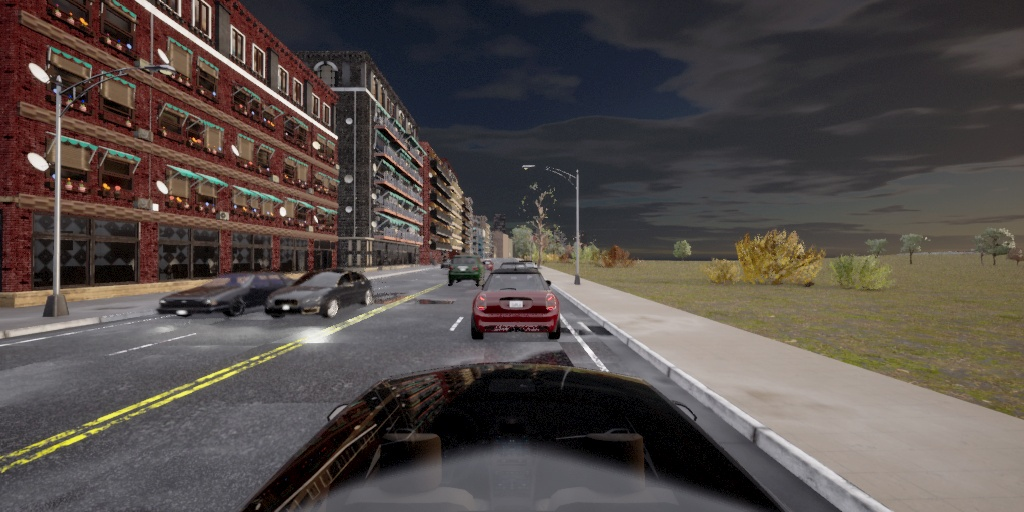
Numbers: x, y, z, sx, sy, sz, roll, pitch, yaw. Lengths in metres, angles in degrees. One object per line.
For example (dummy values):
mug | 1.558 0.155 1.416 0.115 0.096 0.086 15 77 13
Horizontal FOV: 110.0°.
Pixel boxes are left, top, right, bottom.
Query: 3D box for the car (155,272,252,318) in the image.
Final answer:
car | -9.862 1.299 13.368 2.033 1.411 5.357 0 0 0

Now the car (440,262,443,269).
car | -9.894 1.257 55.488 1.837 1.490 4.892 0 0 0

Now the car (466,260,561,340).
car | 0.083 1.103 10.179 2.097 1.767 4.553 0 0 0

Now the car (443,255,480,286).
car | -3.174 0.975 25.815 2.150 2.045 5.566 0 0 0

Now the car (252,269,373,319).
car | -6.613 1.257 12.912 1.837 1.490 4.892 0 0 0

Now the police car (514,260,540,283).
police car | 1.109 1.179 29.446 1.930 1.638 5.238 0 0 0

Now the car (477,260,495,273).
car | -3.197 1.279 44.742 1.812 1.442 4.674 0 0 0
